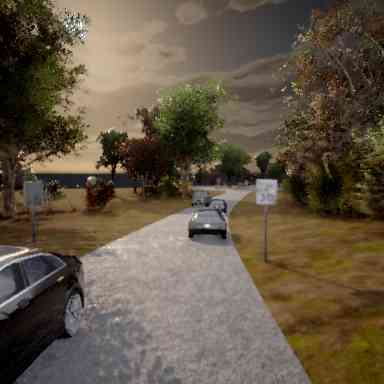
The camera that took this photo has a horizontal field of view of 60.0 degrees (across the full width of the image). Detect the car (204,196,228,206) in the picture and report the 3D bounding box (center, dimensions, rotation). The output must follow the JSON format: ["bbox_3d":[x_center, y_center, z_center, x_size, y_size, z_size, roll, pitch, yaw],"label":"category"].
[{"bbox_3d":[2.944,1.514,36.711,2.033,1.411,5.357,1,1,9],"label":"car"}]

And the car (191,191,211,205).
[{"bbox_3d":[1.307,0.952,44.637,2.150,2.045,5.566,2,2,10],"label":"car"}]

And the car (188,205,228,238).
[{"bbox_3d":[0.895,1.626,18.290,1.994,1.385,4.181,0,0,4],"label":"car"}]

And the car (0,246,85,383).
[{"bbox_3d":[-2.748,1.486,3.771,2.128,1.511,4.902,0,0,1],"label":"car"}]
